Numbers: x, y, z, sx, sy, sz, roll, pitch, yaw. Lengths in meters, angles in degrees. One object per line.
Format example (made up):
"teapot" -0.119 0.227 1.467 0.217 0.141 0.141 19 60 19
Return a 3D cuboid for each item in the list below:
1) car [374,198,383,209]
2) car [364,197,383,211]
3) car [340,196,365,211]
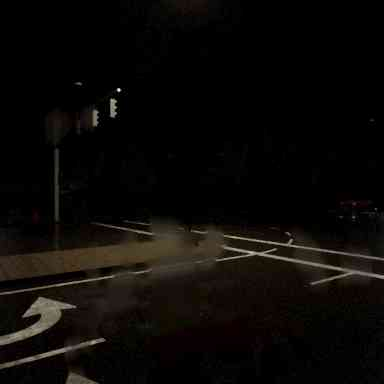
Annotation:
"car" 27.424 1.564 46.433 4.181 1.385 1.994 0 0 -36
"car" 22.821 1.547 38.873 5.357 1.411 2.033 0 0 -35
"car" 20.409 1.352 41.405 4.553 1.767 2.097 0 0 -36
